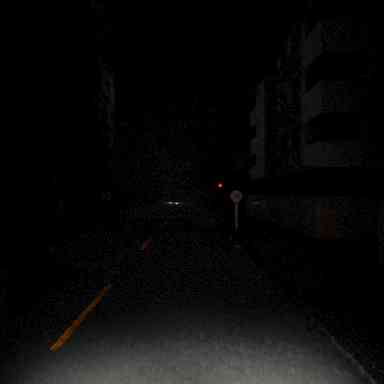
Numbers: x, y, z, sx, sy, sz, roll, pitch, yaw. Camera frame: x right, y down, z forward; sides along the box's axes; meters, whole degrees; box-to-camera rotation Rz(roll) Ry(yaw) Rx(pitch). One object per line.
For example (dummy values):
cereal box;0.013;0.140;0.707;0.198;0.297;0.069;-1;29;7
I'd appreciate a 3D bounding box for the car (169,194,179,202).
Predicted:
car;-4.043;1.712;74.557;1.837;1.490;4.892;0;0;0
